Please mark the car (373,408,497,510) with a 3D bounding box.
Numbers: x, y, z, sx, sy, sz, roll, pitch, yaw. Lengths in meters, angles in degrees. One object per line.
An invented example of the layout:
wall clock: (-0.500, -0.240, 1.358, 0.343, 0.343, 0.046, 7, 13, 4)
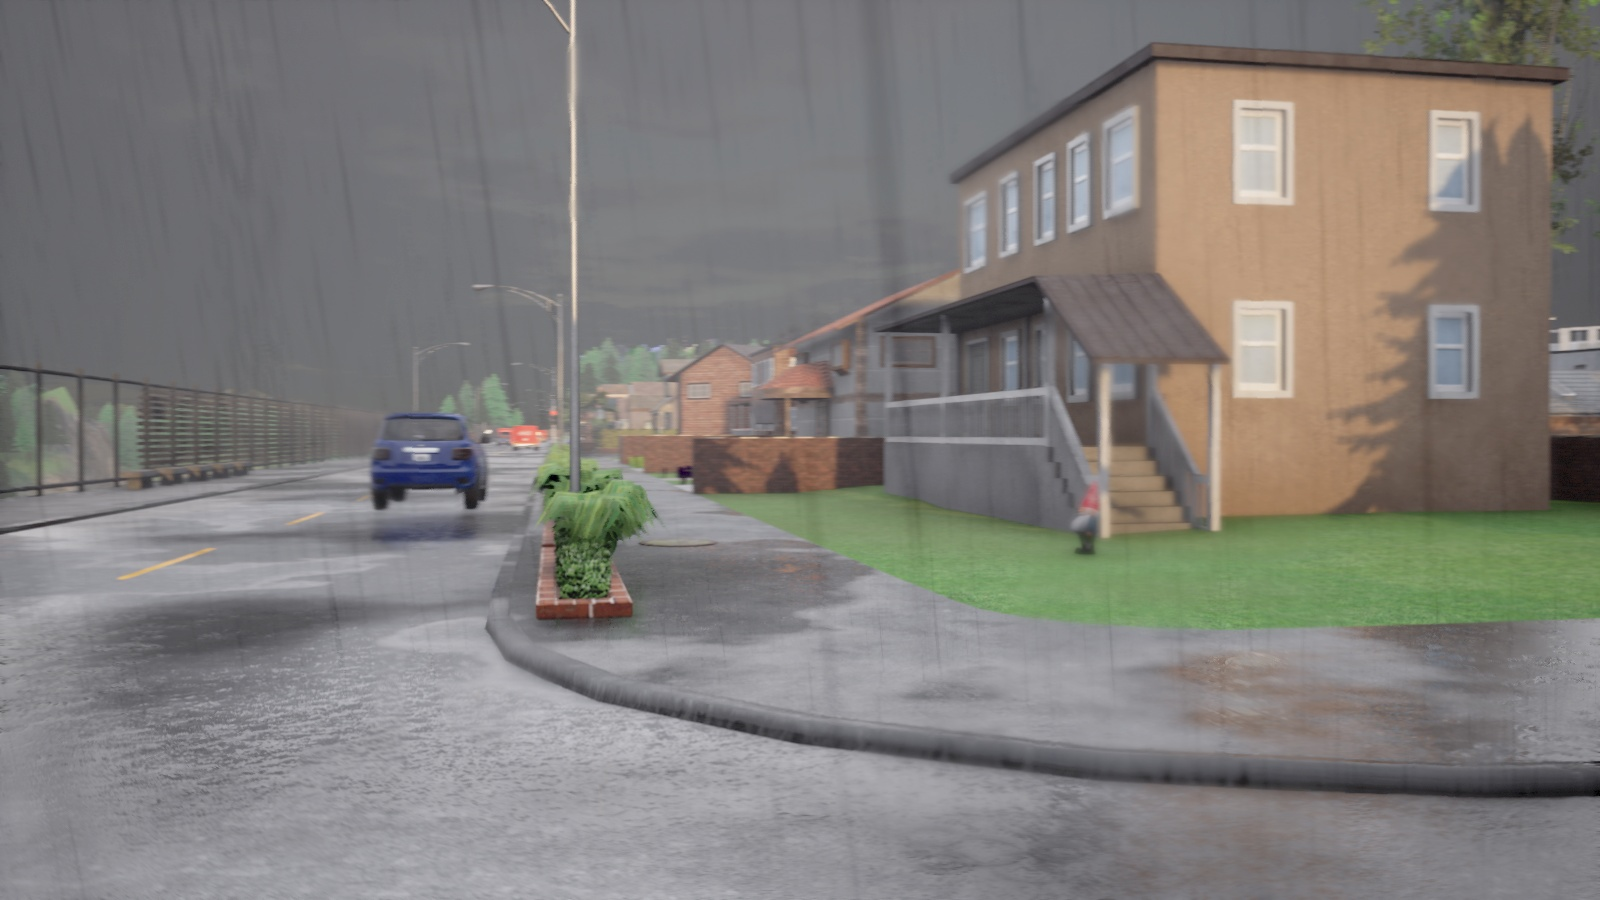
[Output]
car: (-8.063, 0.146, 28.236, 2.150, 2.045, 5.566, 0, 1, -11)
